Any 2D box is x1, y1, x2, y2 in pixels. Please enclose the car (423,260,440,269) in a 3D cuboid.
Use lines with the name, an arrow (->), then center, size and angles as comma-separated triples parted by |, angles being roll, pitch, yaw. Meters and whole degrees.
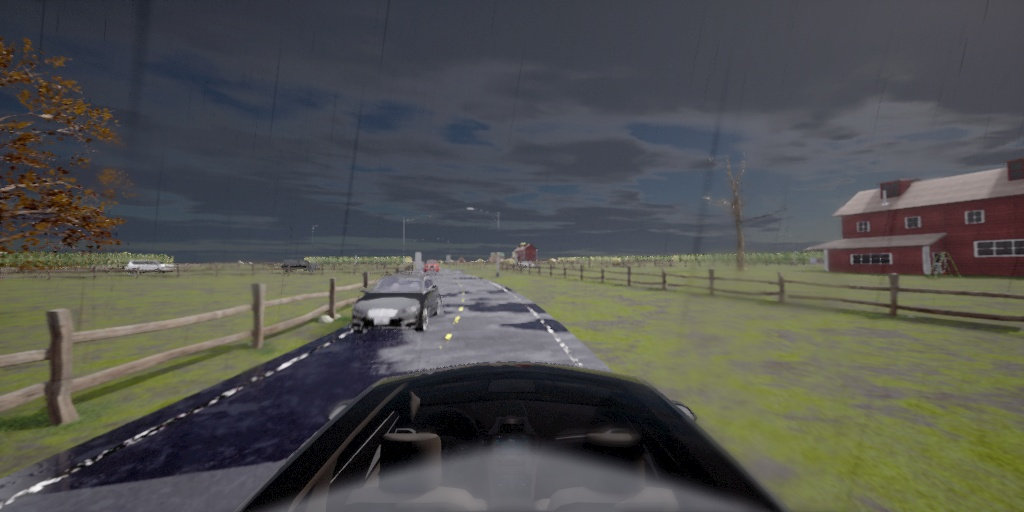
car -> -12.341, 1.608, 54.952 | 2.150, 2.045, 5.566 | 0, -1, -15

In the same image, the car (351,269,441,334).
car -> -3.350, 1.334, 11.121 | 2.128, 1.511, 4.902 | 0, -1, -5
